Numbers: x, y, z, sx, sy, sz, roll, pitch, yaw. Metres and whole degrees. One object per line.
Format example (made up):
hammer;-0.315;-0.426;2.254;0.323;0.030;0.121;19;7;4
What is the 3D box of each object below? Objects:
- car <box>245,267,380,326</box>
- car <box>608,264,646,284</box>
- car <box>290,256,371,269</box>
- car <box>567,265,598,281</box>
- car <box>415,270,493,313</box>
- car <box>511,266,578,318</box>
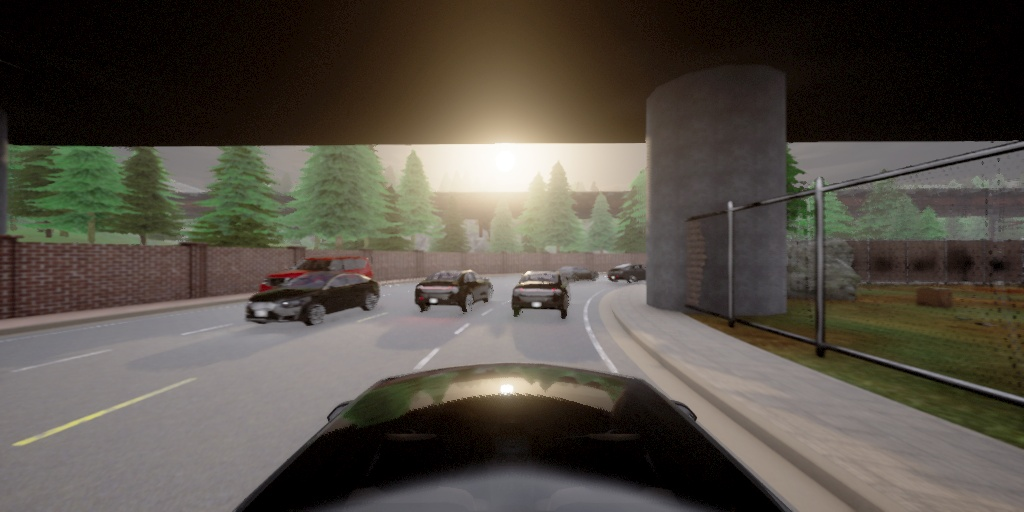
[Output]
car;-6.306;1.284;11.999;2.128;1.511;4.902;0;0;9
car;9.710;1.363;28.176;4.892;1.490;1.837;0;-2;-30
car;-8.925;1.035;17.132;2.150;2.045;5.566;0;0;14
car;5.237;1.427;29.421;4.181;1.385;1.994;0;-1;-42
car;-2.130;1.293;14.337;2.128;1.511;4.902;0;0;12
car;1.225;1.289;13.405;2.128;1.511;4.902;0;0;11
